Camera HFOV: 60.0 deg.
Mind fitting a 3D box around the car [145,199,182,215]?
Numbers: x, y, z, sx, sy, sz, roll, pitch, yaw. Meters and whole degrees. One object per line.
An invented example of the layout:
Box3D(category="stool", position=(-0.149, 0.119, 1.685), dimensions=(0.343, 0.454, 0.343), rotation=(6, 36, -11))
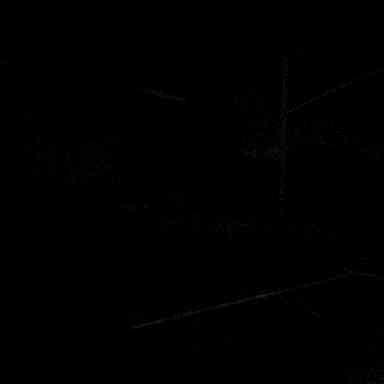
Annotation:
Box3D(category="car", position=(-2.812, 1.473, 31.788), dimensions=(1.837, 1.490, 4.892), rotation=(1, 0, -35))

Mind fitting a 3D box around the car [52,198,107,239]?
Box3D(category="car", position=(-5.927, 1.283, 17.276), dimensions=(1.905, 1.878, 3.866), rotation=(1, 0, -36))
